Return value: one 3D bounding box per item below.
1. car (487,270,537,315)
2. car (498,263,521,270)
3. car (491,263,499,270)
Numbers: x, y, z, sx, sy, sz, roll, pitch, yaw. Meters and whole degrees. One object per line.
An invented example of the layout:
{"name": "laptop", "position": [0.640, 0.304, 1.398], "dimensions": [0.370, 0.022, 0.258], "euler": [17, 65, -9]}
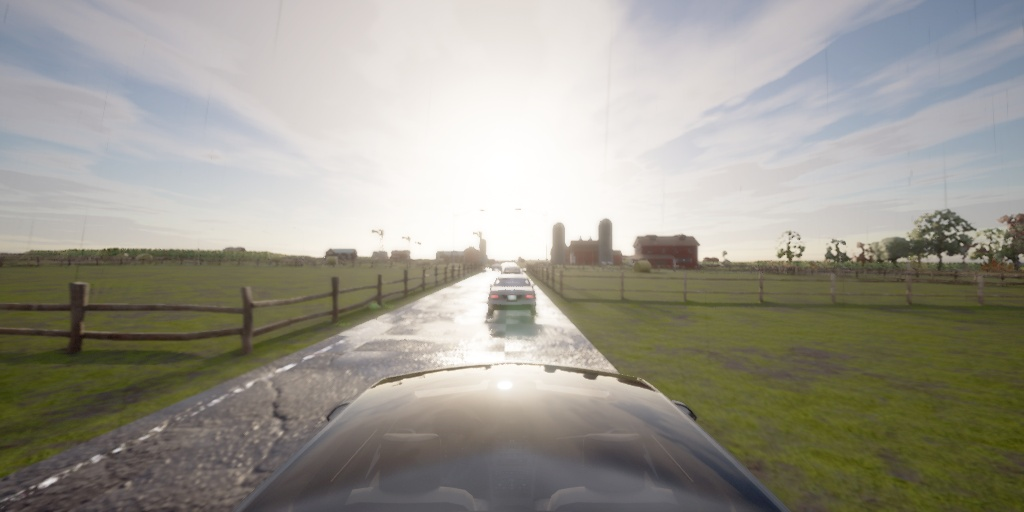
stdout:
{"name": "car", "position": [0.013, 1.438, 14.360], "dimensions": [2.033, 1.411, 5.357], "euler": [0, -1, 0]}
{"name": "car", "position": [0.024, 1.576, 30.344], "dimensions": [1.837, 1.490, 4.892], "euler": [0, 0, 0]}
{"name": "car", "position": [-2.762, 1.957, 65.398], "dimensions": [2.128, 1.511, 4.902], "euler": [0, -1, 0]}
